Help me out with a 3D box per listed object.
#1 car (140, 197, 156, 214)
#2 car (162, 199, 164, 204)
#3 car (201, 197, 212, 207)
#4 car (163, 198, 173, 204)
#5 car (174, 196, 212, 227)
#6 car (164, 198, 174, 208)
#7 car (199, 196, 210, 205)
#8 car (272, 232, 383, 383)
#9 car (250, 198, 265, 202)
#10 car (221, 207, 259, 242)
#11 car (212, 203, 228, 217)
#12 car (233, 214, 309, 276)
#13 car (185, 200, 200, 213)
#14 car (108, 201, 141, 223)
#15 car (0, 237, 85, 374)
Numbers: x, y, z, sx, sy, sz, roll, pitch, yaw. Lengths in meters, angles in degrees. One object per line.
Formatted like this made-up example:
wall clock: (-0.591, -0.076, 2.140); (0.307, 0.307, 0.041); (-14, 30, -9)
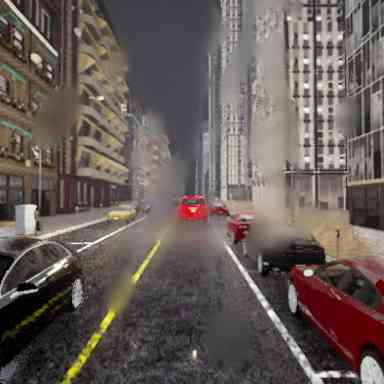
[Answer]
car: (-5.691, 1.684, 38.943); (1.967, 1.590, 4.097); (1, 0, 0)
car: (-5.709, 2.067, 73.126); (1.802, 1.307, 4.206); (1, 0, 0)
car: (2.646, 1.839, 61.620); (1.967, 1.590, 4.097); (1, 0, 0)
car: (-5.711, 2.095, 78.823); (1.947, 1.339, 4.313); (1, 0, 0)
car: (0.086, 1.367, 24.522); (2.150, 2.045, 5.566); (0, -1, 0)
car: (-3.037, 1.949, 54.445); (1.895, 1.301, 4.718); (0, 0, 0)
car: (2.643, 1.799, 73.019); (2.192, 1.841, 5.009); (1, 0, 0)
car: (2.669, 1.573, 4.641); (1.887, 1.381, 4.507); (1, 0, 0)
car: (17.884, 2.211, 90.387); (4.403, 1.369, 2.008); (0, -2, 0)
car: (2.664, 1.641, 16.035); (1.887, 1.381, 4.507); (1, 0, 0)
car: (2.657, 1.750, 33.129); (1.887, 1.381, 4.507); (1, 0, 0)
car: (2.667, 1.613, 10.338); (2.008, 1.369, 4.403); (1, 0, 0)
car: (0.082, 1.769, 42.365); (1.837, 1.490, 4.892); (0, -1, 0)
car: (-5.687, 1.693, 27.378); (1.752, 1.417, 4.829); (1, 0, 0)
car: (-3.104, 1.535, 5.001); (1.837, 1.490, 4.892); (0, 0, 0)
